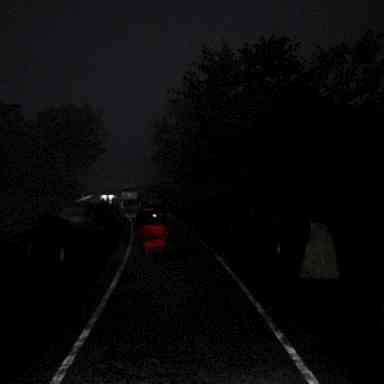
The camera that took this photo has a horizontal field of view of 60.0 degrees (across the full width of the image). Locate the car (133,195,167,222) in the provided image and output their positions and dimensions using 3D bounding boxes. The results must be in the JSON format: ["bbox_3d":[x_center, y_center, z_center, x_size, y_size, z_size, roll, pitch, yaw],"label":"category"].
[{"bbox_3d":[-2.985,1.227,23.941,1.837,1.490,4.892,-1,1,-13],"label":"car"}]

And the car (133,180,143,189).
[{"bbox_3d":[-12.292,-1.675,75.387,2.150,2.045,5.566,0,3,-6],"label":"car"}]

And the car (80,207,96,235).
[{"bbox_3d":[-6.952,1.631,19.775,2.002,1.452,4.674,2,1,-3],"label":"car"}]

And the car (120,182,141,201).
[{"bbox_3d":[-7.822,0.230,41.804,2.150,2.045,5.566,-1,3,-10],"label":"car"}]

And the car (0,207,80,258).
[{"bbox_3d":[-6.696,1.612,13.636,2.097,1.535,5.008,-1,0,2],"label":"car"}]

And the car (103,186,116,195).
[{"bbox_3d":[-14.465,-0.337,58.306,2.128,1.511,4.902,0,3,-7],"label":"car"}]
